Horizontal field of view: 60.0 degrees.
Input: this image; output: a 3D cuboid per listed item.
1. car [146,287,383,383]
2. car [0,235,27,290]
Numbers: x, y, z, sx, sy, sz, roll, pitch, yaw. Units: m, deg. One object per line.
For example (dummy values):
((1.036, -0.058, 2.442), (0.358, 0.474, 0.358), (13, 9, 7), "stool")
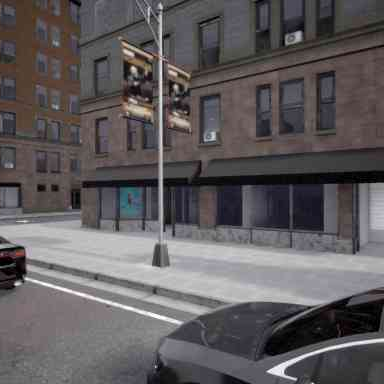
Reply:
((1.823, 1.505, 2.387), (4.892, 1.490, 1.837), (0, 0, 35), "car")
((-5.911, 1.478, 7.878), (5.008, 1.535, 1.882), (0, 0, 35), "car")
